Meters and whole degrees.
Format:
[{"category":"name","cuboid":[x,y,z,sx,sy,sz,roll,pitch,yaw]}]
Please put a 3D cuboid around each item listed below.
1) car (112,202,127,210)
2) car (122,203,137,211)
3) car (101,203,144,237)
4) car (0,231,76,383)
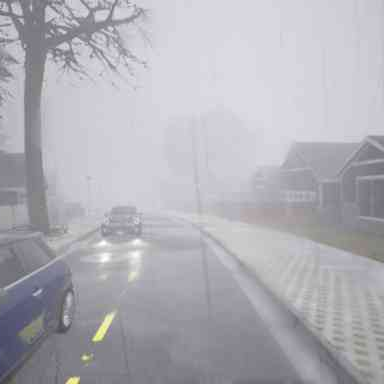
[{"category":"car","cuboid":[-15.946,3.113,72.917,2.097,1.767,4.553,0,-2,-24]},{"category":"car","cuboid":[-12.030,2.850,63.579,1.882,1.535,5.008,0,-2,-21]},{"category":"car","cuboid":[-3.910,1.540,19.249,2.097,1.767,4.553,0,-1,-6]},{"category":"car","cuboid":[-2.999,1.379,3.799,2.097,1.767,4.553,0,0,-2]}]
